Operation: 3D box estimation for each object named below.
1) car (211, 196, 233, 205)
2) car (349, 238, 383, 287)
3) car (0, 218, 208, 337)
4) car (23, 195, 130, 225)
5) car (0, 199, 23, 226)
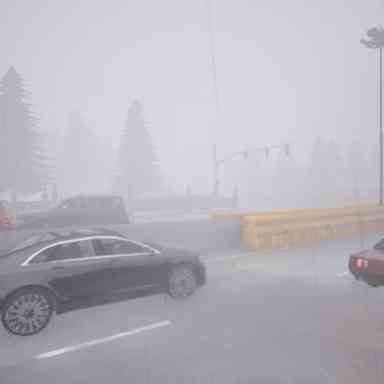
[{"bbox_3d":[4.483,1.286,50.014,1.994,1.385,4.181,-1,0,-35],"label":"car"},{"bbox_3d":[5.823,1.541,7.878,4.718,1.301,1.895,-1,0,-35],"label":"car"},{"bbox_3d":[-1.910,1.490,6.681,4.902,1.511,2.128,0,0,-35],"label":"car"},{"bbox_3d":[-5.935,1.201,16.945,5.566,2.045,2.150,-1,0,-35],"label":"car"},{"bbox_3d":[-8.774,1.217,10.629,5.566,2.045,2.150,1,0,-35],"label":"car"}]
